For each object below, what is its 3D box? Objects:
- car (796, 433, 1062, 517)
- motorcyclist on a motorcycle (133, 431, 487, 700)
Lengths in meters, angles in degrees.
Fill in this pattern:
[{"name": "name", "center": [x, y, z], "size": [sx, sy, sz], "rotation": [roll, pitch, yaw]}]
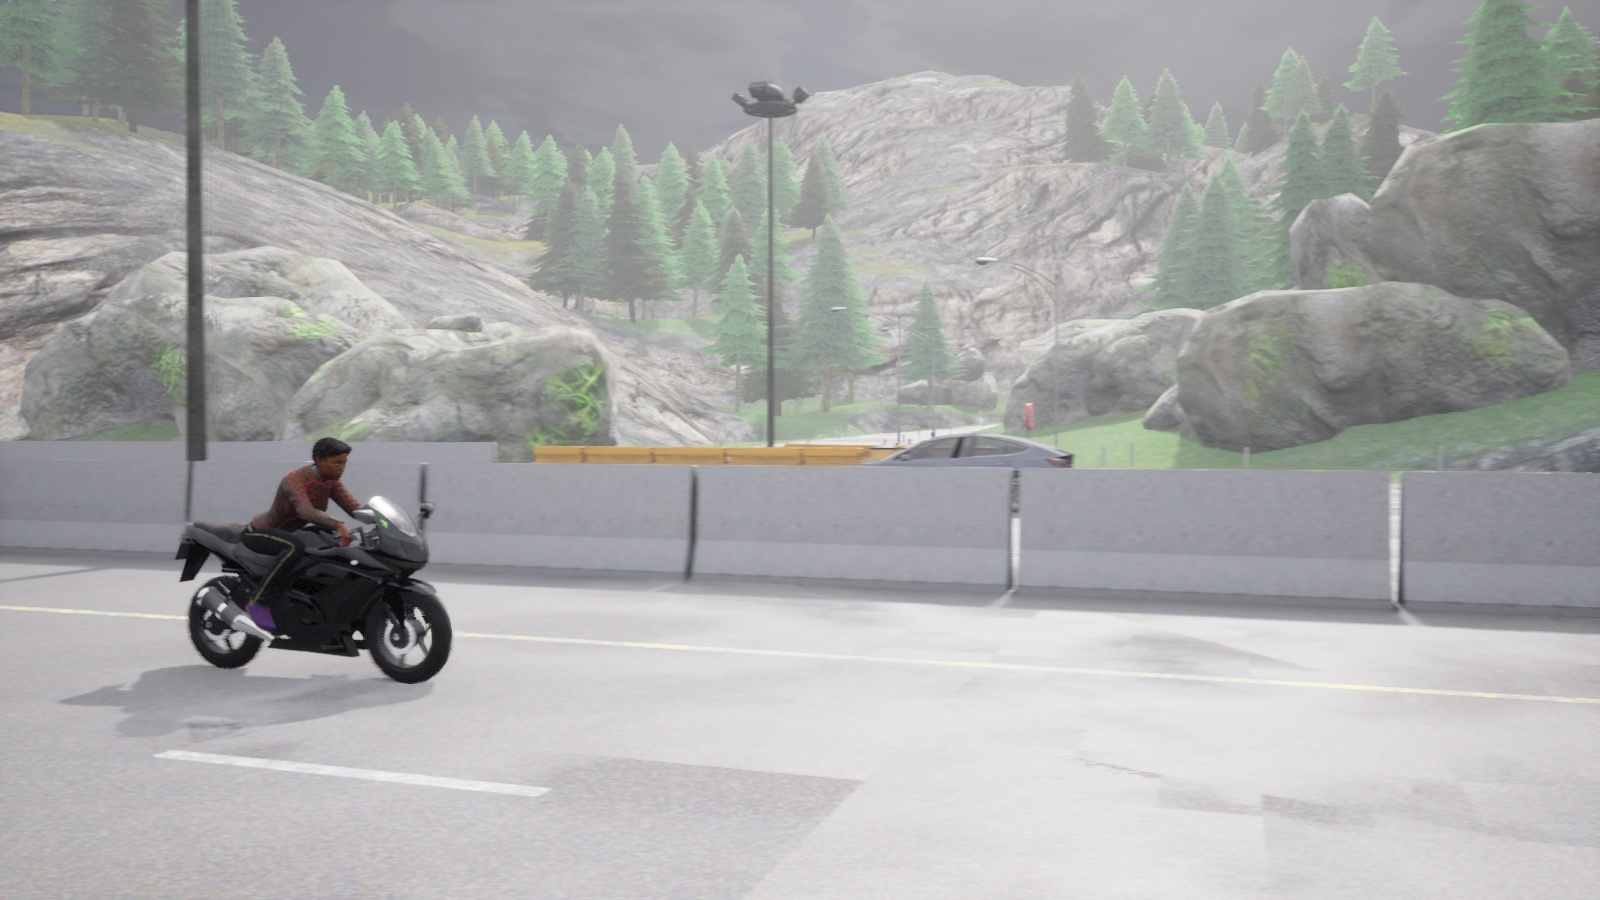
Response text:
[{"name": "car", "center": [2.546, 0.428, 24.491], "size": [4.792, 1.488, 2.163], "rotation": [1, 1, 19]}, {"name": "motorcyclist on a motorcycle", "center": [-3.086, 0.654, 7.924], "size": [2.044, 1.523, 0.797], "rotation": [1, 1, 19]}]
